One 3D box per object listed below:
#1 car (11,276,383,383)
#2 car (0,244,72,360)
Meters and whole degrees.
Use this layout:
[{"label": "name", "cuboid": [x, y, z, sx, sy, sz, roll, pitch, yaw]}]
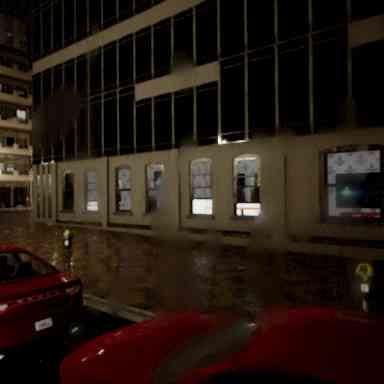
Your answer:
[{"label": "car", "cuboid": [0.883, 1.544, 2.255, 4.507, 1.381, 1.887, 0, -1, 35]}, {"label": "car", "cuboid": [-3.692, 1.537, 5.512, 4.507, 1.381, 1.887, 0, -1, 35]}]
